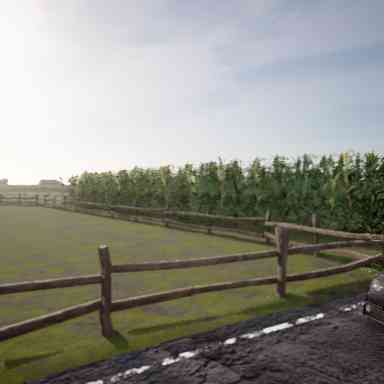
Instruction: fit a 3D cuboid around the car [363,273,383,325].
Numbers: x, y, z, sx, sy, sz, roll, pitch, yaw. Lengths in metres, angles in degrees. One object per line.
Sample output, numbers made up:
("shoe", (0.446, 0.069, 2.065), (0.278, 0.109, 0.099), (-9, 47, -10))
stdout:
("car", (4.917, 1.554, 5.597), (4.181, 1.385, 1.994), (0, 0, -27))
